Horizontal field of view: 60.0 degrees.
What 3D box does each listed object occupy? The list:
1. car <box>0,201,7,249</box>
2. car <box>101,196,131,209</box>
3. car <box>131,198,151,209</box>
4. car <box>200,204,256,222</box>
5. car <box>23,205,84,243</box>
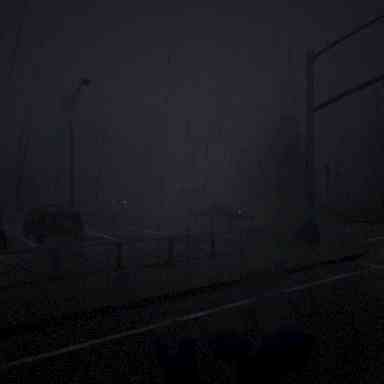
[{"bbox_3d":[-8.921,1.331,13.398,2.152,1.636,5.027,0,0,-36],"label":"car"},{"bbox_3d":[-10.559,1.351,44.760,2.097,1.767,4.553,0,0,-36],"label":"car"},{"bbox_3d":[-7.436,1.526,46.638,1.812,1.442,4.674,0,0,-36],"label":"car"},{"bbox_3d":[2.802,1.601,26.545,1.895,1.301,4.718,0,0,-36],"label":"car"},{"bbox_3d":[-6.410,1.340,15.279,2.007,1.523,4.514,0,0,-36],"label":"car"}]
